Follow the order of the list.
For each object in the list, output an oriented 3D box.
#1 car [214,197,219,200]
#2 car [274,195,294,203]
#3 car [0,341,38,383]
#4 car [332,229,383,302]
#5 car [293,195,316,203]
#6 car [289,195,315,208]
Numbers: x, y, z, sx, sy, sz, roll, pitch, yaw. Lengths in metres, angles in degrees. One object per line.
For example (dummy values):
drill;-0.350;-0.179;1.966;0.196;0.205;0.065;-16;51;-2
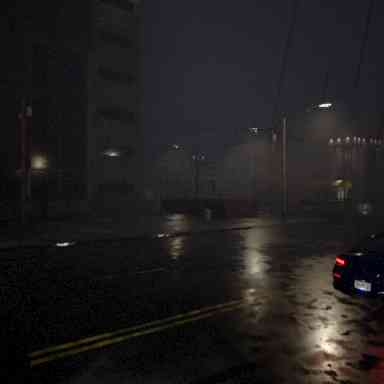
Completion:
car;4.416;1.575;60.548;4.718;1.301;1.895;0;0;-36
car;19.162;1.452;69.026;3.806;1.475;1.970;0;0;-36
car;-3.430;1.547;1.302;5.357;1.411;2.033;0;0;-35
car;4.968;1.526;7.332;4.674;1.442;1.812;0;0;-35
car;22.065;1.420;65.023;4.674;1.452;2.002;0;0;-36
car;15.141;1.254;45.967;4.553;1.767;2.185;0;0;-36
